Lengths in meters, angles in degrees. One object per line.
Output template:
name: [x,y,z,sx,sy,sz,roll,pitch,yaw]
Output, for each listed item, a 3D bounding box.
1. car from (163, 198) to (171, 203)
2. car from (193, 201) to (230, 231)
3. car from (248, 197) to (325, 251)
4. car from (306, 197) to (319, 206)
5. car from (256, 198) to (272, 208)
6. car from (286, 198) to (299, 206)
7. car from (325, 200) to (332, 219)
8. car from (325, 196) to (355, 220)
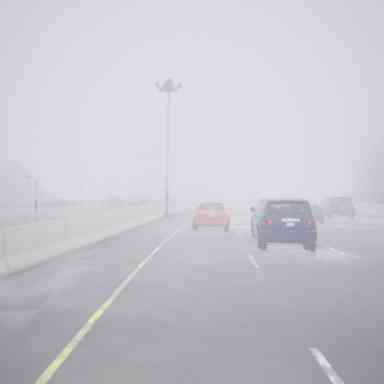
car: [-4.138,1.485,48.866,2.033,1.411,5.357,1,0,15]
car: [1.328,1.366,21.023,2.097,1.767,4.553,1,0,7]
car: [3.842,1.271,14.609,2.150,2.045,5.566,0,0,6]
car: [22.332,1.782,61.577,2.128,1.511,4.902,1,0,22]
car: [11.216,1.648,51.636,1.837,1.490,4.892,-1,0,18]
car: [18.934,1.808,62.429,1.994,1.385,4.181,1,0,22]
car: [9.076,1.610,26.251,2.128,1.511,4.902,1,0,9]
car: [13.468,1.399,31.053,2.150,2.045,5.566,1,0,11]
